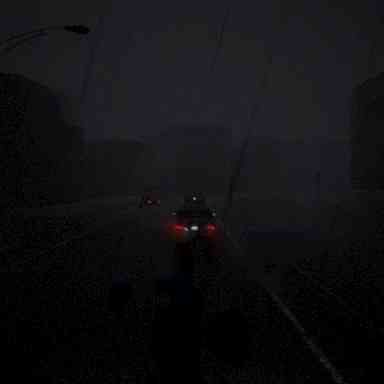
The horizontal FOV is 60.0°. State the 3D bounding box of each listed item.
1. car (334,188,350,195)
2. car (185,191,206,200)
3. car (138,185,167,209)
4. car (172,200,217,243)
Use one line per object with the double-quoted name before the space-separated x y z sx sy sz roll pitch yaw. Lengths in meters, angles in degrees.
"car" 28.527 -0.027 59.713 5.357 1.411 2.033 2 3 0
"car" 0.401 0.543 34.686 1.994 1.385 4.181 0 2 4
"car" -3.569 0.364 30.928 2.150 2.045 5.566 0 3 1
"car" 0.097 1.327 14.919 2.033 1.411 5.357 0 2 0
